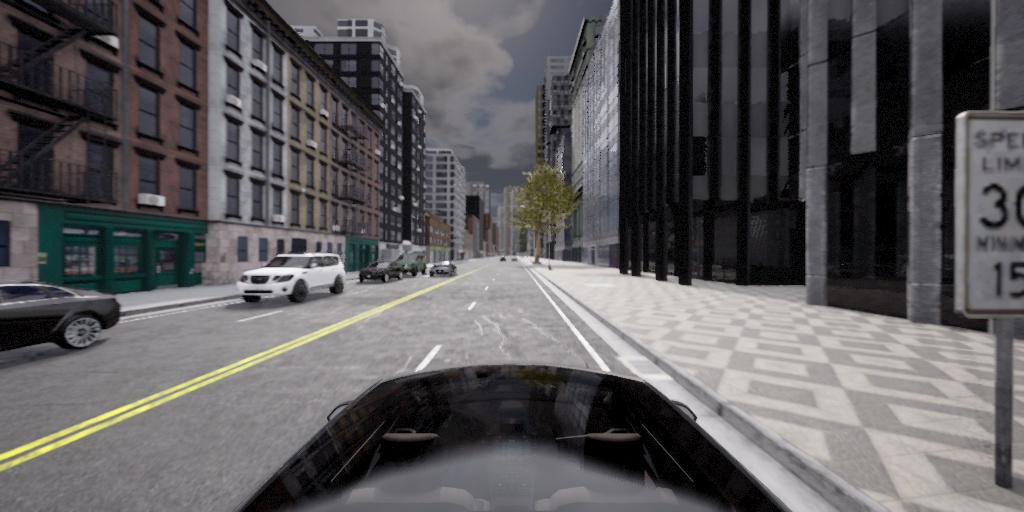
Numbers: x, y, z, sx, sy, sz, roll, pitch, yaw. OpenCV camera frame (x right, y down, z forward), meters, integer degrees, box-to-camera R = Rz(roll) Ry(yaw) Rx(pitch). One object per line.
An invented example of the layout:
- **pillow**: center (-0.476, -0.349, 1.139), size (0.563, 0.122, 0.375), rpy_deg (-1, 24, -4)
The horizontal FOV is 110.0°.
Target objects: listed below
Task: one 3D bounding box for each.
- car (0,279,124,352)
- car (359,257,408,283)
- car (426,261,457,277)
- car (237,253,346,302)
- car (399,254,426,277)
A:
- **car**: center (-9.830, 1.190, 6.084), size (2.128, 1.511, 4.902), rpy_deg (0, 0, 1)
- **car**: center (-9.641, 1.091, 26.732), size (1.882, 1.535, 5.008), rpy_deg (0, 0, 1)
- **car**: center (-6.298, 1.167, 33.303), size (1.994, 1.385, 4.181), rpy_deg (0, 0, 0)
- **car**: center (-9.757, 0.877, 16.528), size (2.150, 2.045, 5.566), rpy_deg (0, 0, 0)
- **car**: center (-9.543, 0.798, 33.580), size (2.150, 2.045, 5.566), rpy_deg (0, 0, 0)
